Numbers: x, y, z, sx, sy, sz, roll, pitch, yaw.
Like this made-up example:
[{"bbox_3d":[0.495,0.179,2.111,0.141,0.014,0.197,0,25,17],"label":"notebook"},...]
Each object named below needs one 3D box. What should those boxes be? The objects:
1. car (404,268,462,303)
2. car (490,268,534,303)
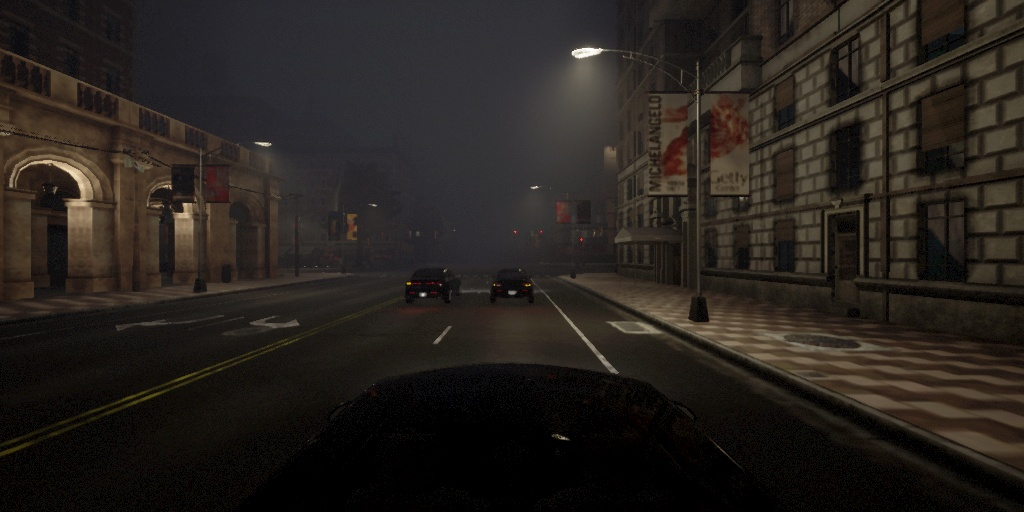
[{"bbox_3d":[-3.501,1.265,16.503,1.837,1.490,4.892,0,0,0],"label":"car"},{"bbox_3d":[-0.001,1.282,16.510,1.812,1.442,4.674,0,0,0],"label":"car"}]
